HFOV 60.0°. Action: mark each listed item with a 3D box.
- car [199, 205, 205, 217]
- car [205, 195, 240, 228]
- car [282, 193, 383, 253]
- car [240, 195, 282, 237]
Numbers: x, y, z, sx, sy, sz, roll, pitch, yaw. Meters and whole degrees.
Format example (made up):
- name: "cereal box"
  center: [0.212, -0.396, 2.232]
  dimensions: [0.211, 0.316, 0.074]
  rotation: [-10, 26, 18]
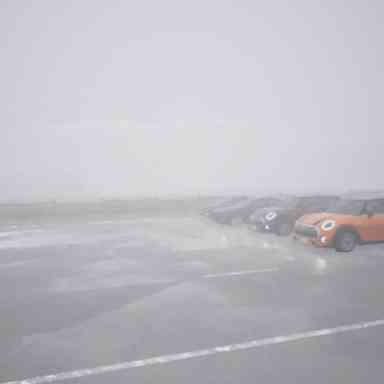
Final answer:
- name: "car"
  center: [2.870, 0.983, 21.712]
  dimensions: [4.892, 1.490, 1.837]
  rotation: [-2, 1, -16]
- name: "car"
  center: [3.528, 1.010, 18.261]
  dimensions: [5.008, 1.535, 1.882]
  rotation: [-2, 1, -16]
- name: "car"
  center: [5.825, 0.963, 11.636]
  dimensions: [4.553, 1.767, 2.097]
  rotation: [-2, 1, -16]
- name: "car"
  center: [4.833, 0.919, 14.992]
  dimensions: [4.553, 1.767, 2.097]
  rotation: [-2, 1, -16]
